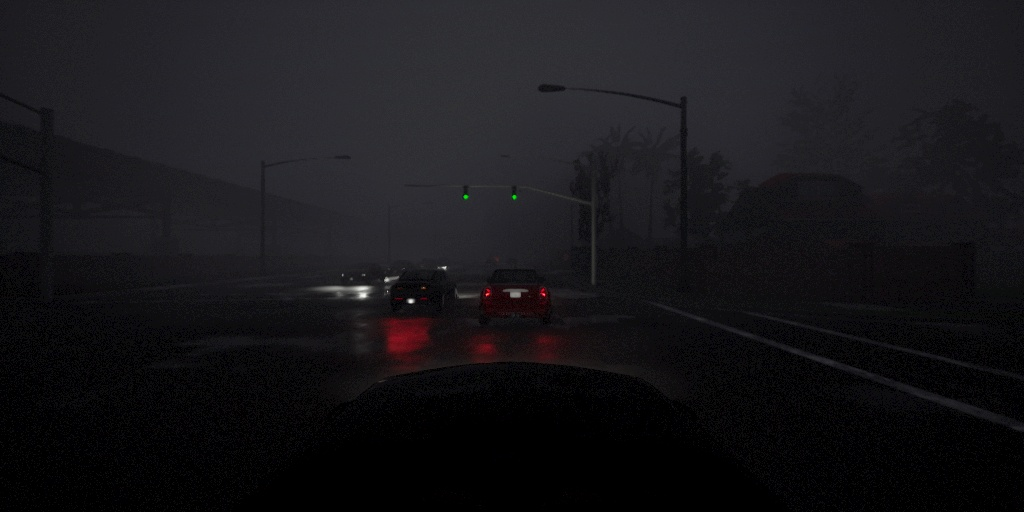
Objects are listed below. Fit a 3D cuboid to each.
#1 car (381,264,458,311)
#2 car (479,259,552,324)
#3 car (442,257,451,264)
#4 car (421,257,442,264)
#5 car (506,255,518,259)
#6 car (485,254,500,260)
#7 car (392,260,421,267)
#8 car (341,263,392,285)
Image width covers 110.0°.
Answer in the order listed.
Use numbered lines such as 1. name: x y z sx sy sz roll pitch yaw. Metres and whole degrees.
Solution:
1. car: -3.399 1.258 14.472 1.837 1.490 4.892 0 0 0
2. car: 0.100 1.110 12.189 2.097 1.767 4.553 0 0 0
3. car: -10.496 0.882 54.265 1.994 1.385 4.181 0 1 0
4. car: -10.497 0.975 44.392 2.128 1.511 4.902 0 1 0
5. car: 0.004 0.755 57.722 2.128 1.511 4.902 0 1 0
6. car: -3.496 0.807 58.722 1.994 1.385 4.181 0 1 0
7. car: -10.546 1.133 34.625 1.812 1.442 4.674 0 1 0
8. car: -10.574 1.214 25.904 1.812 1.442 4.674 0 1 0
